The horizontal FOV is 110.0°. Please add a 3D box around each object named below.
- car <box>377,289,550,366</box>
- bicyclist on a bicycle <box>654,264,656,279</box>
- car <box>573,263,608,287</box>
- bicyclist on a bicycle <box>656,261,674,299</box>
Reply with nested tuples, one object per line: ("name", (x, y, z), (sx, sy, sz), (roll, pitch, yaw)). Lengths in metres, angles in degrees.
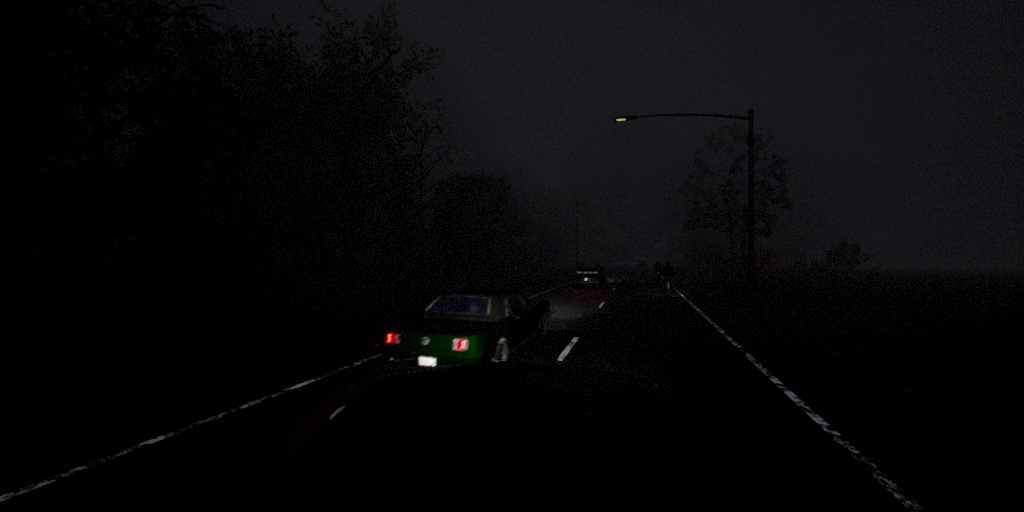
("car", (-0.563, 1.352, 7.657), (1.895, 1.301, 4.718), (0, 0, 20))
("bicyclist on a bicycle", (10.372, 1.209, 25.445), (0.582, 1.620, 1.656), (0, 0, 19))
("car", (5.436, 1.246, 24.589), (2.128, 1.511, 4.902), (0, 0, 20))
("bicyclist on a bicycle", (7.436, 1.124, 17.157), (0.659, 1.776, 1.843), (0, 0, 19))
